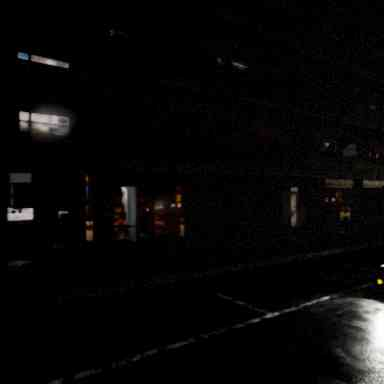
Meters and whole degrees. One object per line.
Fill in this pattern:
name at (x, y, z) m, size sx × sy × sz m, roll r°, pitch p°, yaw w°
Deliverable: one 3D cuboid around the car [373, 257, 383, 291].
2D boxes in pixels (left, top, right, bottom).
car at (6.163, 1.690, 7.962) m, size 4.181 × 1.385 × 1.994 m, roll 1°, pitch -1°, yaw -37°
